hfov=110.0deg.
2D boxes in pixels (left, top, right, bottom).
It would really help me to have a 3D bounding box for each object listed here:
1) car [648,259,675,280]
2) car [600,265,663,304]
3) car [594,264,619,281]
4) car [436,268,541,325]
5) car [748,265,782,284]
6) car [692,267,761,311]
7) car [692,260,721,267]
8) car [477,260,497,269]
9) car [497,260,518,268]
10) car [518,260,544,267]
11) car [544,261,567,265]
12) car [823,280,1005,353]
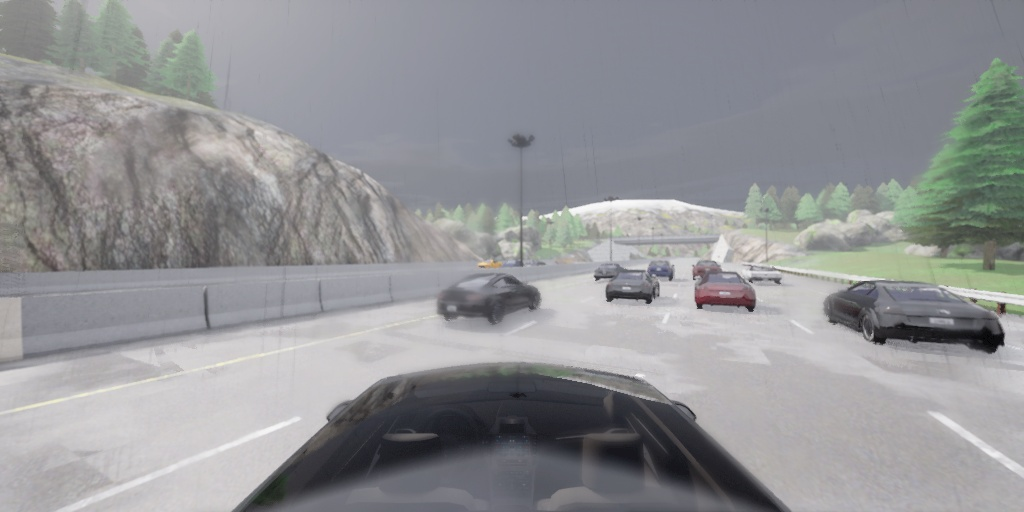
[{"bbox_3d":[13.058,1.119,31.451,2.097,1.767,4.553,0,0,27],"label":"car"},{"bbox_3d":[5.698,1.323,16.754,1.994,1.385,4.181,0,0,27],"label":"car"},{"bbox_3d":[8.104,1.319,29.362,2.033,1.411,5.357,0,0,27],"label":"car"},{"bbox_3d":[-0.611,1.291,12.004,1.812,1.442,4.674,0,0,27],"label":"car"},{"bbox_3d":[18.565,1.349,26.807,1.895,1.301,4.718,0,0,27],"label":"car"},{"bbox_3d":[8.584,1.315,14.705,1.994,1.385,4.181,0,0,27],"label":"car"},{"bbox_3d":[15.995,1.110,29.498,2.097,1.767,4.553,0,0,27],"label":"car"},{"bbox_3d":[-3.336,1.305,53.703,1.882,1.535,5.008,0,0,27],"label":"car"},{"bbox_3d":[0.142,1.346,52.816,1.812,1.442,4.674,0,0,27],"label":"car"},{"bbox_3d":[3.166,1.304,51.044,2.128,1.511,4.902,0,0,27],"label":"car"},{"bbox_3d":[6.484,1.404,49.844,1.895,1.301,4.718,0,0,27],"label":"car"},{"bbox_3d":[9.653,1.305,9.068,1.994,1.385,4.181,0,0,27],"label":"car"}]
